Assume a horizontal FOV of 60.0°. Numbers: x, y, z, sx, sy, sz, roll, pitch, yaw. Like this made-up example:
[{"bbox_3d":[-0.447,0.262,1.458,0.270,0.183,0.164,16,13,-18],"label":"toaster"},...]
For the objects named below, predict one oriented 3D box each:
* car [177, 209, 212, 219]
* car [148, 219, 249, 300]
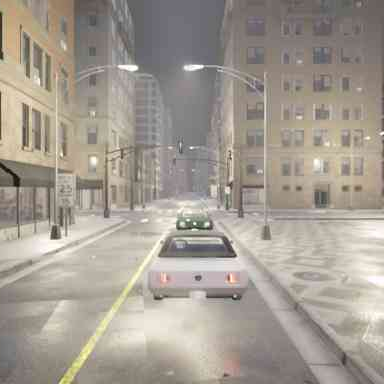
[{"bbox_3d":[0.134,1.599,18.551,1.895,1.301,4.718,0,0,0],"label":"car"},{"bbox_3d":[0.116,1.600,8.316,1.895,1.301,4.718,0,0,0],"label":"car"}]
